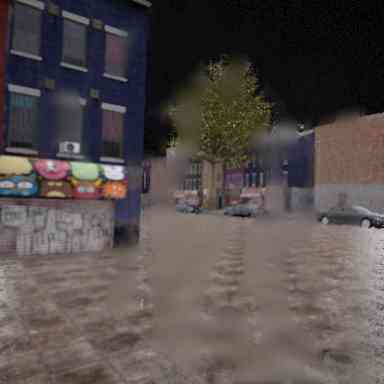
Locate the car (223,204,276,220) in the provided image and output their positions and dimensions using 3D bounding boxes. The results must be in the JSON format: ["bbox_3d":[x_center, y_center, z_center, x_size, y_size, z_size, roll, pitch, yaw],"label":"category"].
[{"bbox_3d":[5.178,1.785,30.858,2.033,1.411,5.357,3,-2,-35],"label":"car"}]

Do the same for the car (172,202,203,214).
[{"bbox_3d":[-0.585,1.914,39.065,1.994,1.385,4.181,3,-2,-35],"label":"car"}]

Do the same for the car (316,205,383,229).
[{"bbox_3d":[10.909,1.668,22.719,1.837,1.490,4.892,3,-2,-34],"label":"car"}]
